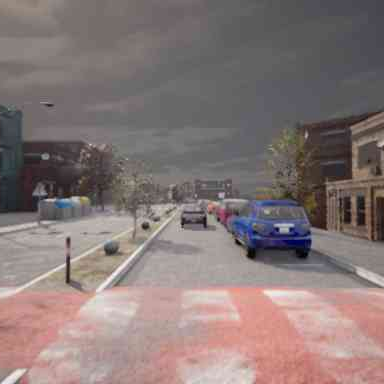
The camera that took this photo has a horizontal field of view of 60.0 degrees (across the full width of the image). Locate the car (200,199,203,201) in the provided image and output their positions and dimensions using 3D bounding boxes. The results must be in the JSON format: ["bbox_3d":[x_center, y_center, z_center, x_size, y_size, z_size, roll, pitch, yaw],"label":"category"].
[{"bbox_3d":[3.068,2.119,57.764,2.185,1.767,4.553,0,-1,0],"label":"car"}]

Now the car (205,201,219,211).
[{"bbox_3d":[3.061,2.195,52.269,2.002,1.452,4.674,0,-1,0],"label":"car"}]

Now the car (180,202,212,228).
[{"bbox_3d":[0.129,1.763,24.776,2.128,1.511,4.902,0,-1,0],"label":"car"}]

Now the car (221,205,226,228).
[{"bbox_3d":[3.019,1.719,19.019,2.002,1.452,4.674,0,-1,0],"label":"car"}]

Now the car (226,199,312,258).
[{"bbox_3d":[3.013,1.366,13.535,2.435,2.045,5.566,0,-1,0],"label":"car"}]

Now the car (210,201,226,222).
[{"bbox_3d":[3.034,1.819,30.059,2.231,1.521,4.892,0,-1,0],"label":"car"}]

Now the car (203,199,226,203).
[{"bbox_3d":[3.054,1.938,46.596,2.185,1.767,4.553,0,-1,0],"label":"car"}]
